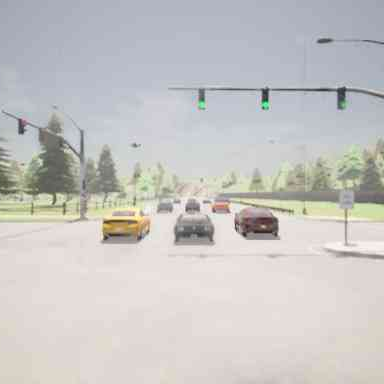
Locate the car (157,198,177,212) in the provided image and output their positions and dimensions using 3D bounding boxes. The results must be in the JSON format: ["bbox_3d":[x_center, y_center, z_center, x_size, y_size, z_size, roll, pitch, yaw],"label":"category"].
[{"bbox_3d":[-3.403,1.816,43.111,2.128,1.511,4.902,0,0,0],"label":"car"}]

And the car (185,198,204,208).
[{"bbox_3d":[0.098,1.816,43.118,2.128,1.511,4.902,0,0,0],"label":"car"}]

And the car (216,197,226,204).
[{"bbox_3d":[6.995,2.015,80.649,1.837,1.490,4.892,0,0,0],"label":"car"}]

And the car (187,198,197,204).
[{"bbox_3d":[-0.004,2.116,78.562,2.128,1.511,4.902,0,0,0],"label":"car"}]

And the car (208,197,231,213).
[{"bbox_3d":[3.598,1.674,42.869,2.097,1.767,4.553,0,0,0],"label":"car"}]

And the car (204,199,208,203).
[{"bbox_3d":[3.496,2.186,78.592,1.895,1.301,4.718,0,0,0],"label":"car"}]

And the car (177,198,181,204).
[{"bbox_3d":[-3.504,2.130,78.562,2.033,1.411,5.357,0,0,0],"label":"car"}]

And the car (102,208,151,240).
[{"bbox_3d":[-3.401,1.613,17.944,1.882,1.535,5.008,0,0,0],"label":"car"}]

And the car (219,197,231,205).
[{"bbox_3d":[6.996,1.879,70.617,2.097,1.767,4.553,0,0,0],"label":"car"}]

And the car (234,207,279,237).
[{"bbox_3d":[3.598,1.623,19.248,1.882,1.535,5.008,0,0,0],"label":"car"}]

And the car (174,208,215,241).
[{"bbox_3d":[0.099,1.732,17.367,1.895,1.301,4.718,0,0,0],"label":"car"}]
